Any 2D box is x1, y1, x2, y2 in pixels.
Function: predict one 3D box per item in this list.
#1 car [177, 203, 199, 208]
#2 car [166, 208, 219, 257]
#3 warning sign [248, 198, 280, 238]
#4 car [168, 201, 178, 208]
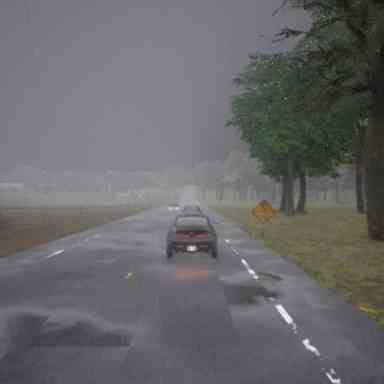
[{"bbox_3d":[0.005,1.860,28.625,1.994,1.385,4.181,0,-1,1],"label":"car"},{"bbox_3d":[0.014,1.636,13.518,1.837,1.490,4.892,0,0,0],"label":"car"},{"bbox_3d":[3.575,1.278,16.675,1.300,1.860,1.060,2,2,0],"label":"warning sign"},{"bbox_3d":[-3.566,2.363,65.344,1.994,1.385,4.181,0,-1,0],"label":"car"}]
